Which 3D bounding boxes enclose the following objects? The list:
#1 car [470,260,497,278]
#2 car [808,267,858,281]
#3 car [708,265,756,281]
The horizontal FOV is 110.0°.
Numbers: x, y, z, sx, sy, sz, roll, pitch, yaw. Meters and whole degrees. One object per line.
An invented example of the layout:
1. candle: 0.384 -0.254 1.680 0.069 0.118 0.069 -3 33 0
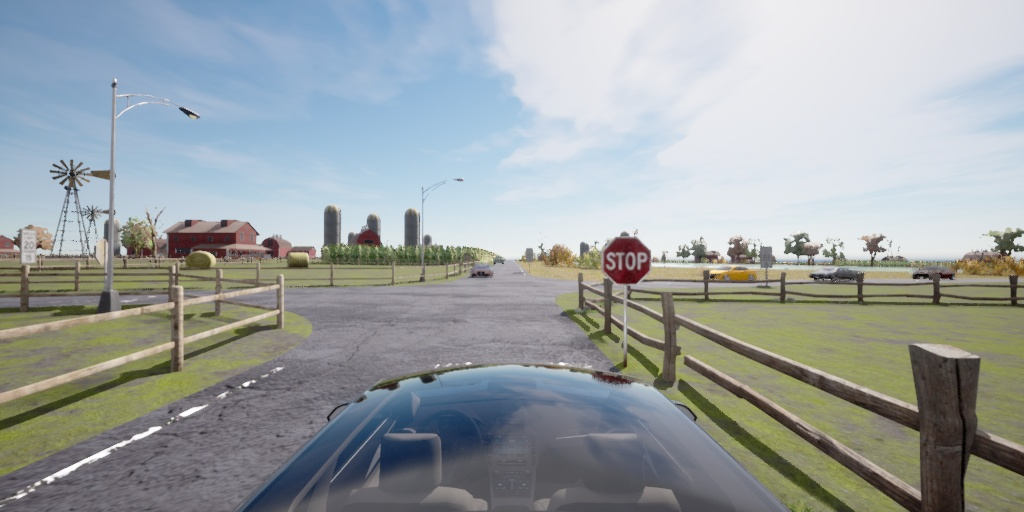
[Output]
1. car: -2.726 1.357 33.590 1.994 1.385 4.181 0 0 0
2. car: 33.662 1.879 37.430 5.357 1.411 2.033 1 -1 -19
3. car: 19.689 1.588 32.374 5.008 1.535 1.882 1 -1 -21
